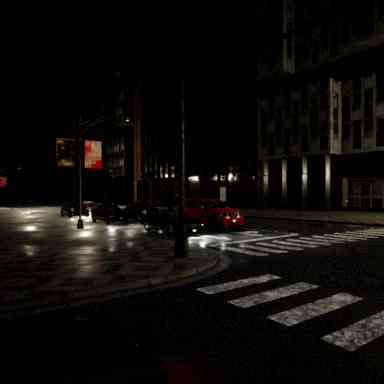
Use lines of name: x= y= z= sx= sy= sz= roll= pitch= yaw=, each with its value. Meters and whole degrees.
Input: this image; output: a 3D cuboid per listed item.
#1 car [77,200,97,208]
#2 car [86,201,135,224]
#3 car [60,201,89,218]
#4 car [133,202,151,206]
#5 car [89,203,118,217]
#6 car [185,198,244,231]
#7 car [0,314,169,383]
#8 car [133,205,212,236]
car: x=-20.236 y=2.366 z=64.046 sx=2.033 sy=1.411 sz=5.357 roll=0 pitch=-1 yaw=-36
car: x=-7.101 y=1.855 z=28.616 sx=1.882 sy=1.535 sz=5.008 roll=0 pitch=-1 yaw=-36
car: x=-13.012 y=1.866 z=36.887 sx=2.097 sy=1.767 sz=4.553 roll=0 pitch=-1 yaw=-35
car: x=-4.582 y=1.716 z=30.686 sx=2.097 sy=1.767 sz=4.553 roll=0 pitch=-1 yaw=-36
car: x=-10.365 y=2.024 z=38.771 sx=1.812 sy=1.442 sz=4.674 roll=0 pitch=-1 yaw=-35
car: x=1.074 y=1.455 z=22.822 sx=2.150 sy=2.045 sz=5.566 roll=0 pitch=-1 yaw=-34
car: x=-2.590 y=1.547 z=1.526 sx=5.357 sy=1.411 sz=2.033 roll=0 pitch=0 yaw=-36
car: x=-1.411 y=1.793 z=20.665 sx=2.033 sy=1.411 sz=5.357 roll=0 pitch=-1 yaw=-36
